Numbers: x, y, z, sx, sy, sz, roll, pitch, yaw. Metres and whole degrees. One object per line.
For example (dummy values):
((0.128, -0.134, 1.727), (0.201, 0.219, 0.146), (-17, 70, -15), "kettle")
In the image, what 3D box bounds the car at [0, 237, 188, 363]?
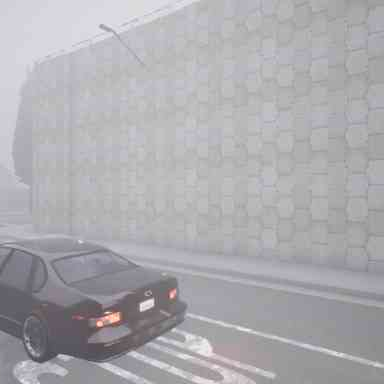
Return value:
((-2.648, 1.547, 5.865), (5.357, 1.411, 2.033), (0, 0, 35), "car")
